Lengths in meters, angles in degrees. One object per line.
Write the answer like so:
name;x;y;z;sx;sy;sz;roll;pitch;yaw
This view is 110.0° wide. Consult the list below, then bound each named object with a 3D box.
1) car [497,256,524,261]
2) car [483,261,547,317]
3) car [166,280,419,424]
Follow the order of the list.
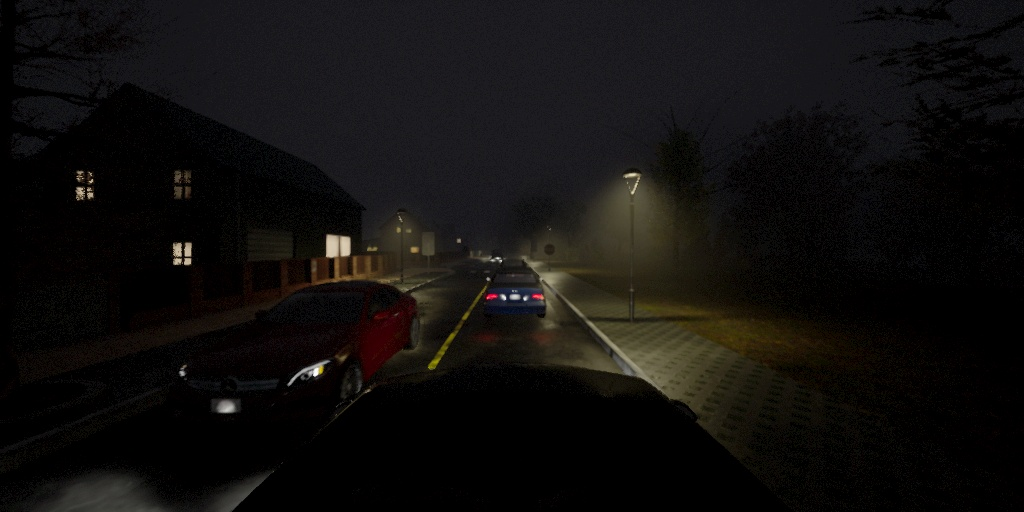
car;0.070;0.865;23.092;1.895;1.301;4.718;0;1;0
car;0.087;1.062;11.887;2.033;1.411;5.357;0;1;0
car;-2.846;1.178;5.891;1.812;1.442;4.674;0;1;0
